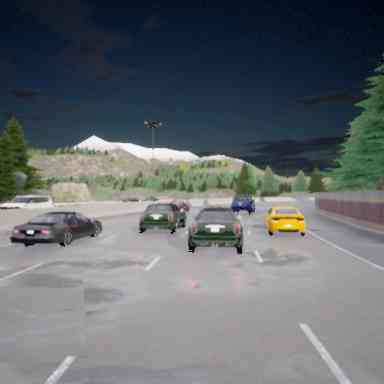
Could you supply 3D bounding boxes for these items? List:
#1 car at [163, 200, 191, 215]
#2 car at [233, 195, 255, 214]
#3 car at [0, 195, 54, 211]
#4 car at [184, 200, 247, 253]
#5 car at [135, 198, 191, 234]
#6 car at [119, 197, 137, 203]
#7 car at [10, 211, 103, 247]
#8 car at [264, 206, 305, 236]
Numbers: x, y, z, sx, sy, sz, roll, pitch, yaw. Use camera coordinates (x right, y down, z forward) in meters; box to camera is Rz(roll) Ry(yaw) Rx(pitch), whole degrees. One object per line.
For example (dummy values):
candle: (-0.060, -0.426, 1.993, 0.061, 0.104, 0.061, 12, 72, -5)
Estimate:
car: (-1.558, 1.679, 37.110, 1.812, 1.442, 4.674, 0, 0, 15)
car: (5.856, 1.396, 37.626, 2.150, 2.045, 5.566, 0, 0, 17)
car: (-14.470, 1.310, 29.172, 2.150, 2.045, 5.566, 0, -1, 12)
car: (1.085, 1.416, 14.314, 2.097, 1.767, 4.553, 0, 0, 6)
car: (-1.630, 1.434, 20.257, 2.097, 1.767, 4.553, 0, 0, 9)
car: (-12.886, 1.772, 67.408, 2.128, 1.511, 4.902, 0, 0, 25)
car: (-5.902, 1.597, 15.256, 2.033, 1.411, 5.357, 0, 0, 7)
car: (5.299, 1.574, 19.397, 1.882, 1.535, 5.008, 0, 0, 9)
